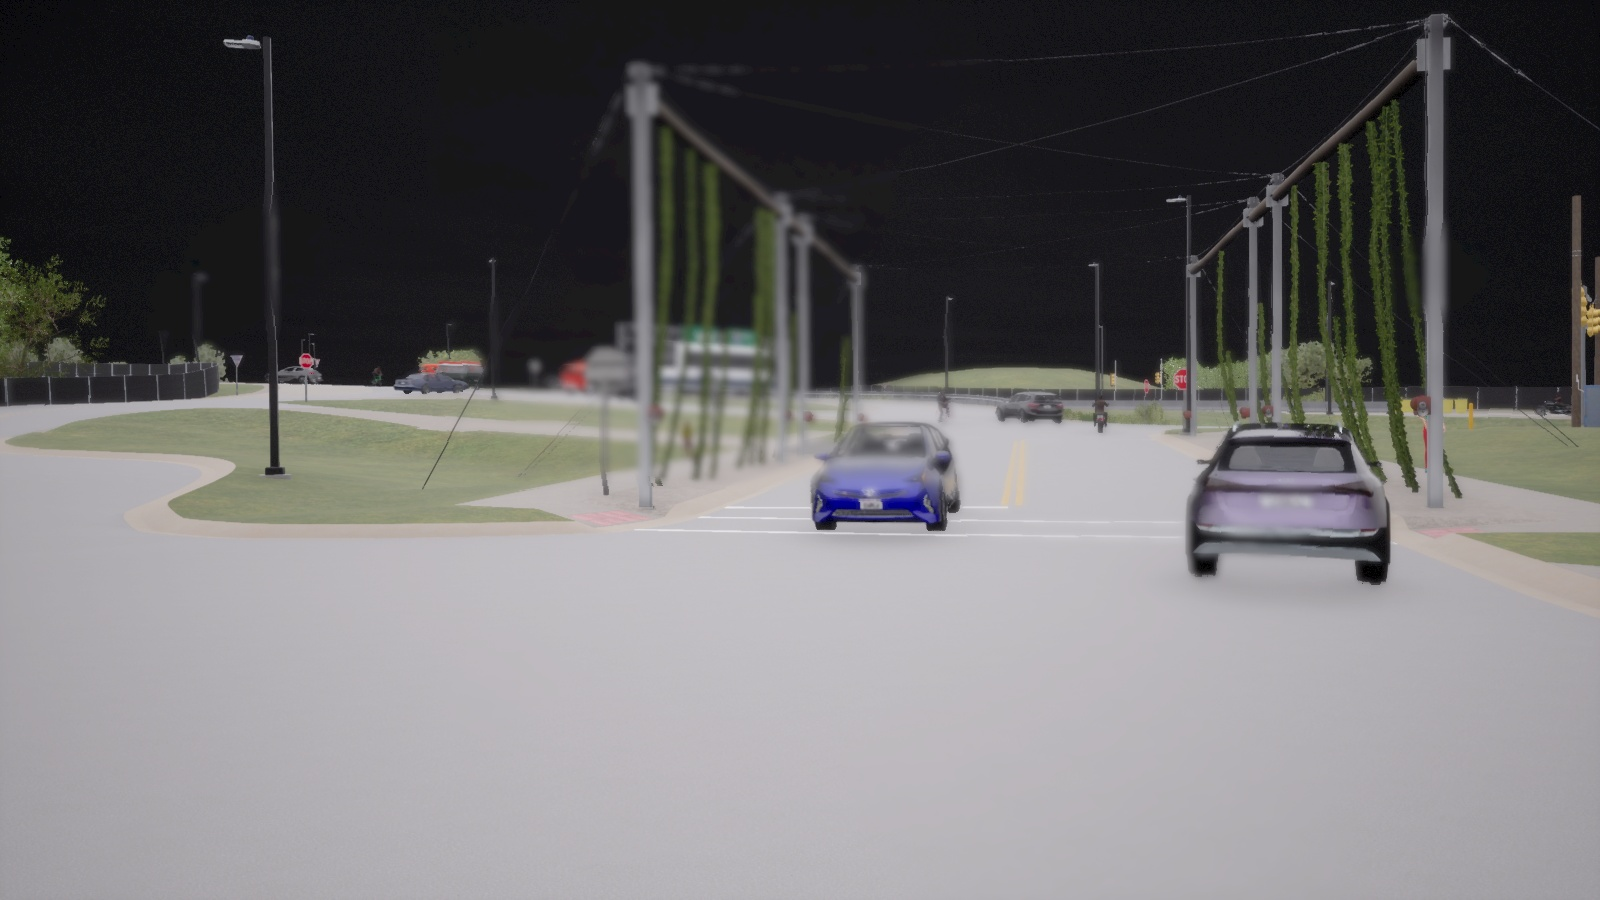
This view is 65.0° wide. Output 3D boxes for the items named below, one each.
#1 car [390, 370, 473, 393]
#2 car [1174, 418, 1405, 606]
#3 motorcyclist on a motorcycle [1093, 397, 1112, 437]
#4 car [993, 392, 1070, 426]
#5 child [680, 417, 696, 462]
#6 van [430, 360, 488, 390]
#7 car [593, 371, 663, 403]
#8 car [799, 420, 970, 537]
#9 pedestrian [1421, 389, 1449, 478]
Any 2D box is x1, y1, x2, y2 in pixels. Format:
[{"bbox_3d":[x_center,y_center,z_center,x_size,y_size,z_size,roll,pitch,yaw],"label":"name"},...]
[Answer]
[{"bbox_3d":[-24.249,-4.575,82.891,2.033,1.411,5.357,4,5,28],"label":"car"},{"bbox_3d":[5.515,0.511,14.229,2.033,1.649,4.856,1,3,21],"label":"car"},{"bbox_3d":[13.048,-1.427,54.114,0.766,1.649,2.350,0,3,14],"label":"motorcyclist on a motorcycle"},{"bbox_3d":[12.409,-2.234,67.677,2.242,1.667,4.611,1,3,-16],"label":"car"},{"bbox_3d":[-2.907,-0.276,32.687,0.299,1.160,0.473,0,1,8],"label":"child"},{"bbox_3d":[-25.607,-5.645,94.170,4.442,1.987,1.775,5,4,36],"label":"van"},{"bbox_3d":[-11.649,-4.276,84.998,4.605,1.855,1.932,6,5,36],"label":"car"},{"bbox_3d":[1.455,0.334,19.584,2.007,1.525,4.514,0,2,12],"label":"car"},{"bbox_3d":[13.283,-0.343,26.289,0.345,1.836,0.594,0,1,9],"label":"pedestrian"}]
